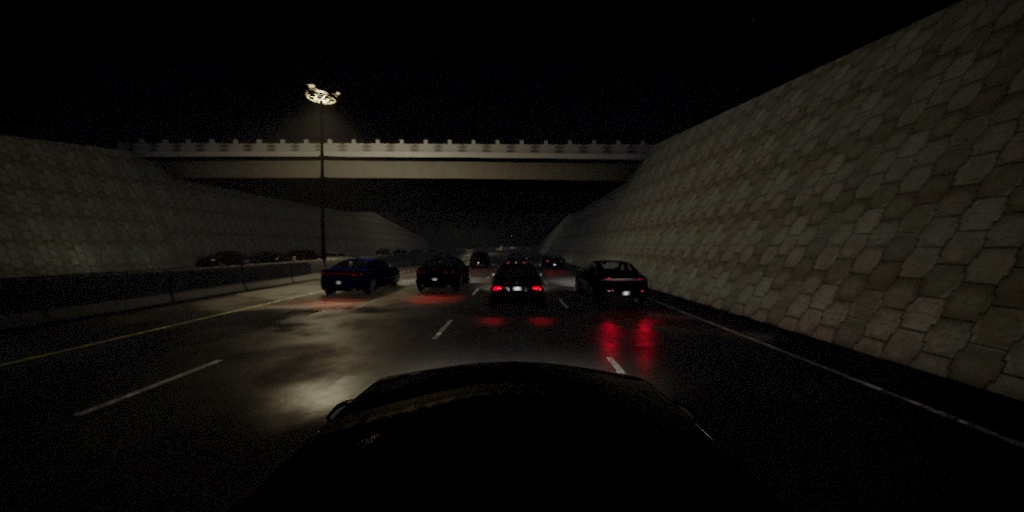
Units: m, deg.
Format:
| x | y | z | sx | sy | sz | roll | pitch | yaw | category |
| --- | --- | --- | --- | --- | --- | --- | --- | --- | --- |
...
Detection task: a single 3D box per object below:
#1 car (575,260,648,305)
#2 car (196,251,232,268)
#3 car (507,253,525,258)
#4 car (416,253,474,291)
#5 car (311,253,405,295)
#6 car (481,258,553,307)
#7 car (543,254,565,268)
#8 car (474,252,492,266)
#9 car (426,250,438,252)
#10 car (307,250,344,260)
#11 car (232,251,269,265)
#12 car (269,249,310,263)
| x | y | z | sx | sy | sz | roll | pitch | yaw | category |
| --- | --- | --- | --- | --- | --- | --- | --- | --- | --- |
| 3.686 | 0.911 | 13.926 | 2.128 | 1.511 | 4.902 | 0 | 2 | 1 | car |
| -27.808 | 0.289 | 34.657 | 1.882 | 1.535 | 5.008 | 0 | 2 | 1 | car |
| 0.354 | 0.480 | 31.415 | 2.033 | 1.411 | 5.357 | 0 | 2 | 1 | car |
| -3.272 | 0.782 | 17.762 | 1.882 | 1.535 | 5.008 | 0 | 1 | 1 | car |
| -6.784 | 0.811 | 16.551 | 1.882 | 1.535 | 5.008 | 0 | 2 | 1 | car |
| 0.184 | 0.976 | 13.388 | 2.033 | 1.411 | 5.357 | 0 | 2 | 1 | car |
| 3.886 | 0.448 | 34.682 | 1.895 | 1.301 | 4.718 | 0 | 2 | 1 | car |
| -3.105 | 0.314 | 35.772 | 1.837 | 1.490 | 4.892 | 0 | 2 | 1 | car |
| -6.616 | 0.398 | 34.707 | 1.994 | 1.385 | 4.181 | 0 | 2 | 1 | car |
| -17.309 | 0.349 | 34.675 | 1.812 | 1.442 | 4.674 | 0 | 2 | 1 | car |
| -24.302 | 0.292 | 35.217 | 2.128 | 1.511 | 4.902 | 0 | 2 | 1 | car |
| -20.806 | 0.166 | 34.847 | 2.097 | 1.767 | 4.553 | 0 | 2 | 1 | car |
